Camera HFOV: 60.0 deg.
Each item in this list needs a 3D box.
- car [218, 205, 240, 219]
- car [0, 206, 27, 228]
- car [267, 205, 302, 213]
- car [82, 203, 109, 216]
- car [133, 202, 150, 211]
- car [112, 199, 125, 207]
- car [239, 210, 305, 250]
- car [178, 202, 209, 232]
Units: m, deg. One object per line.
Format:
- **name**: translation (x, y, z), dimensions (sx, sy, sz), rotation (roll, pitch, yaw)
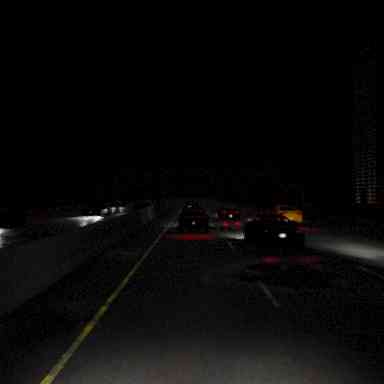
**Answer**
- **car**: translation (3.591, 1.947, 32.998), dimensions (1.895, 1.301, 4.718), rotation (0, -1, 0)
- **car**: translation (-14.104, 1.786, 24.877), dimensions (1.812, 1.442, 4.674), rotation (0, -1, 0)
- **car**: translation (7.093, 1.752, 26.184), dimensions (1.882, 1.535, 5.008), rotation (0, -1, 0)
- **car**: translation (-10.600, 1.949, 36.727), dimensions (1.994, 1.385, 4.181), rotation (0, -1, 0)
- **car**: translation (-7.115, 2.097, 47.330), dimensions (1.895, 1.301, 4.718), rotation (0, -1, 0)
- **car**: translation (-14.367, 2.146, 65.363), dimensions (1.812, 1.442, 4.674), rotation (0, -1, -2)
- **car**: translation (3.596, 1.723, 15.195), dimensions (1.994, 1.385, 4.181), rotation (0, -1, 0)
- **car**: translation (0.094, 1.710, 22.216), dimensions (1.882, 1.535, 5.008), rotation (0, 0, 0)
